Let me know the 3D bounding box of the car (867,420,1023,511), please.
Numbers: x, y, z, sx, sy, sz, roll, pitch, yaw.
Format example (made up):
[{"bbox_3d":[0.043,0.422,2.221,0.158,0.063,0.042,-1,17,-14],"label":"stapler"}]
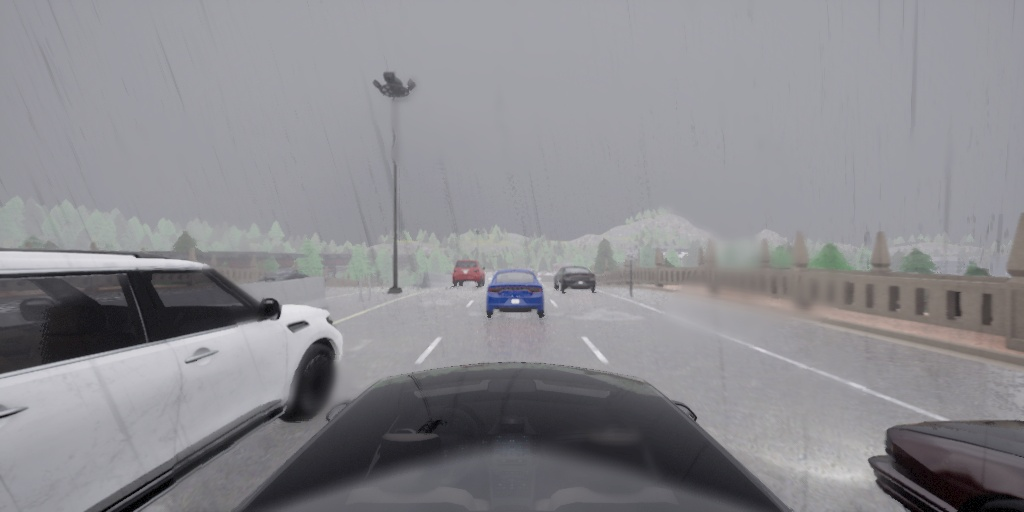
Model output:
[{"bbox_3d":[3.599,1.300,0.165,2.033,1.411,5.357,0,0,0],"label":"car"}]

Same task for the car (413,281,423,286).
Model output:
[{"bbox_3d":[-13.997,4.604,55.190,1.837,1.490,4.892,0,-8,0],"label":"car"}]

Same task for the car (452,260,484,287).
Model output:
[{"bbox_3d":[-3.395,1.449,28.774,2.150,2.045,5.566,0,-4,0],"label":"car"}]

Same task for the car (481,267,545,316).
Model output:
[{"bbox_3d":[0.102,1.208,13.197,1.882,1.535,5.008,0,0,0],"label":"car"}]

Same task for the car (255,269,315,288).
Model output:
[{"bbox_3d":[-17.573,1.748,28.049,1.994,1.385,4.181,0,-4,0],"label":"car"}]

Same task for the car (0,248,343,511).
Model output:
[{"bbox_3d":[-3.412,0.970,2.636,2.150,2.045,5.566,0,0,0],"label":"car"}]

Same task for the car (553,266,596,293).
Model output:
[{"bbox_3d":[3.604,1.340,21.270,1.882,1.535,5.008,0,-2,0],"label":"car"}]
